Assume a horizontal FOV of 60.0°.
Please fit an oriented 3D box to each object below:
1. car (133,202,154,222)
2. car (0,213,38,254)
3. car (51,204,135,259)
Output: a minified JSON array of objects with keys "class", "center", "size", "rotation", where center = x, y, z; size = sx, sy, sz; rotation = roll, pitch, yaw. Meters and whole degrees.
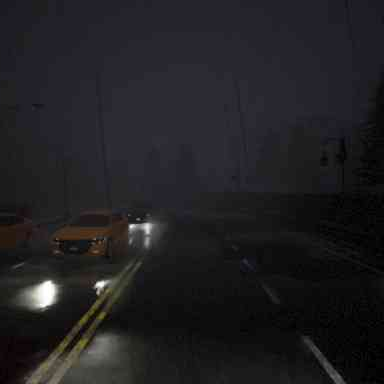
[{"class":"car","center":[-3.916,1.514,25.835],"size":[2.033,1.411,5.357],"rotation":[0,0,-4]},{"class":"car","center":[-7.143,1.466,11.407],"size":[1.882,1.535,5.008],"rotation":[0,0,0]},{"class":"car","center":[-3.652,1.462,12.753],"size":[1.882,1.535,5.008],"rotation":[0,0,0]}]
